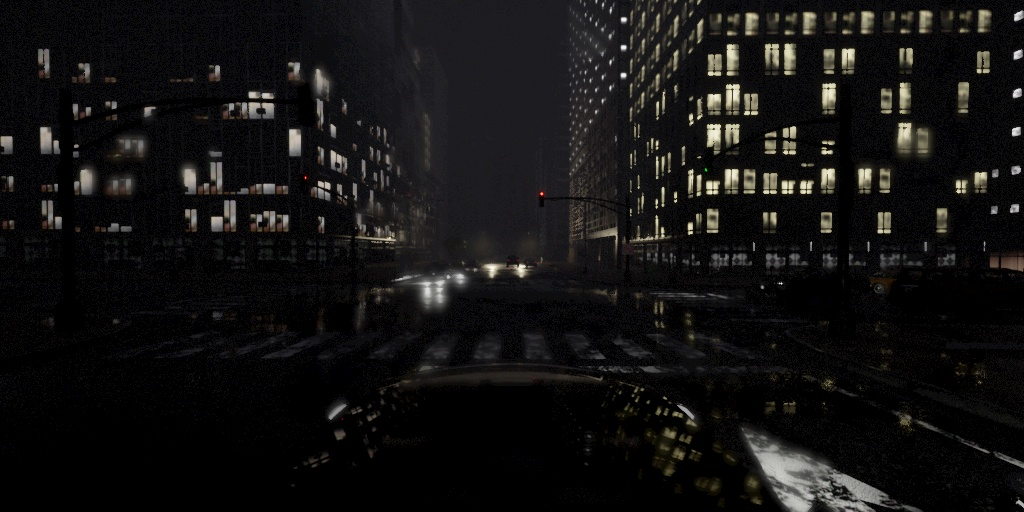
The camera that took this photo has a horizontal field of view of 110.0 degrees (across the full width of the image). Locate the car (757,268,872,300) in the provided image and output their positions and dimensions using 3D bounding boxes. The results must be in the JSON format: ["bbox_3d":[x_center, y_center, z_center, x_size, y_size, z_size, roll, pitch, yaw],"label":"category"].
[{"bbox_3d":[15.281,1.357,18.275,4.902,1.511,2.128,1,1,2],"label":"car"}]

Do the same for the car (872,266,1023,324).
[{"bbox_3d":[16.216,1.281,12.444,5.009,1.841,2.192,0,0,1],"label":"car"}]

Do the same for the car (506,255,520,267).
[{"bbox_3d":[0.150,0.925,62.880,2.150,2.045,5.566,0,0,0],"label":"car"}]

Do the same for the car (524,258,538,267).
[{"bbox_3d":[3.402,1.229,63.259,1.812,1.442,4.674,0,0,0],"label":"car"}]

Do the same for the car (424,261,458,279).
[{"bbox_3d":[-6.529,1.225,32.352,2.128,1.511,4.902,0,0,0],"label":"car"}]

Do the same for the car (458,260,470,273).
[{"bbox_3d":[-6.504,1.326,42.357,1.895,1.301,4.718,0,0,0],"label":"car"}]

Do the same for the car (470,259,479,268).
[{"bbox_3d":[-6.437,1.256,58.622,2.033,1.411,5.357,0,0,0],"label":"car"}]
